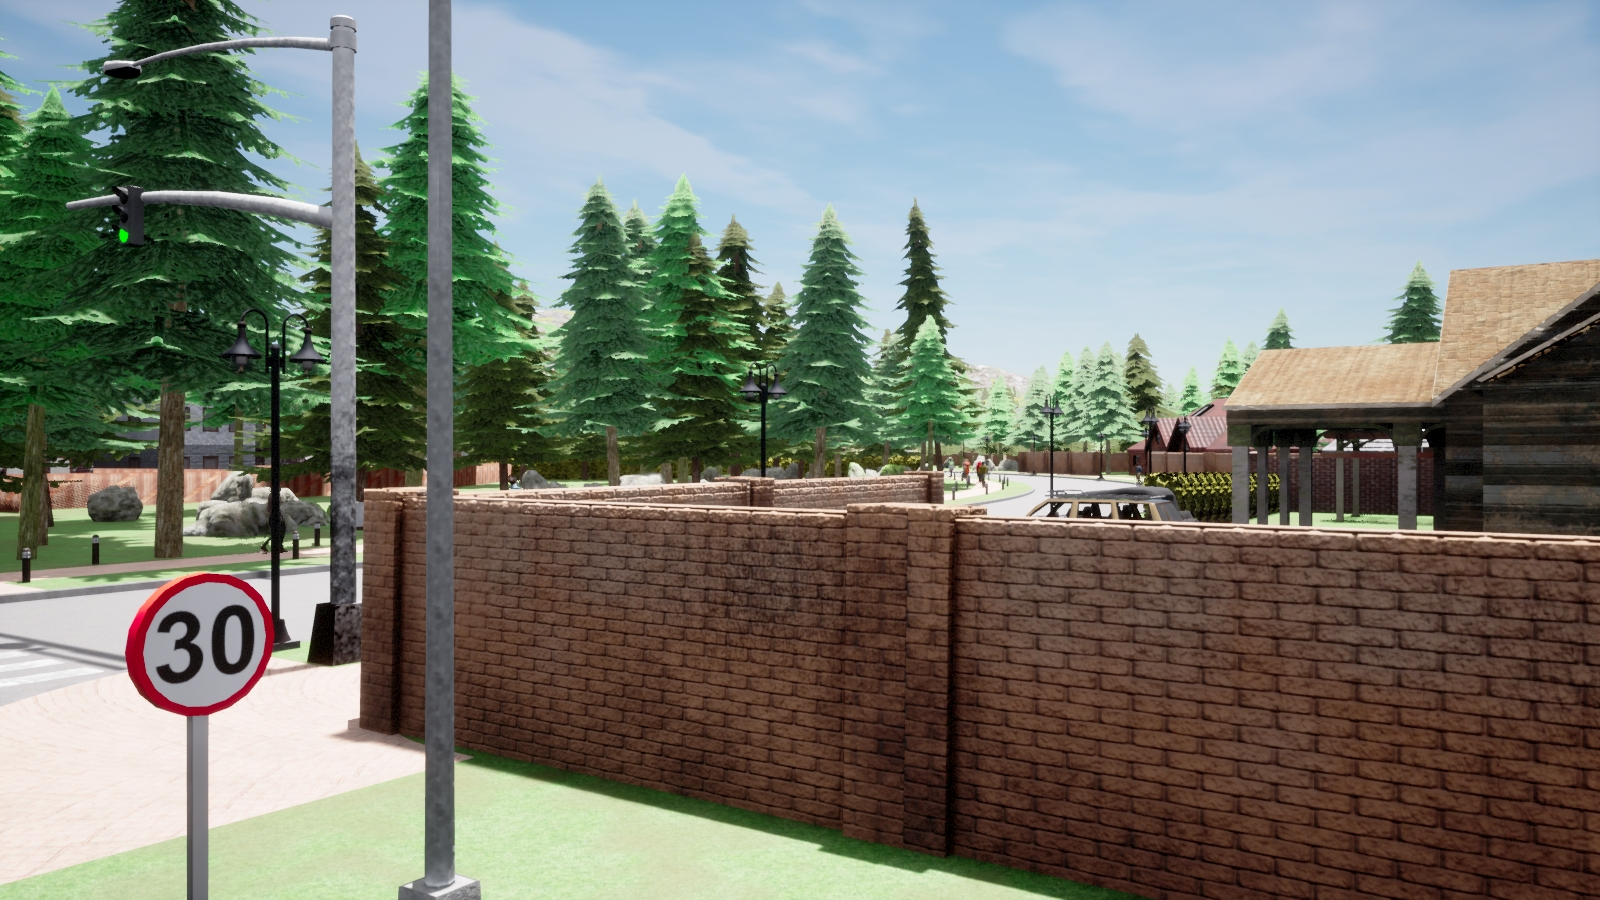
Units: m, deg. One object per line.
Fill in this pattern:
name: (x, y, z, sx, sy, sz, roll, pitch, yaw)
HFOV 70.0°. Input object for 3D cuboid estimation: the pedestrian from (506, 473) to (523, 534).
pedestrian: (-8.849, 1.646, 35.424, 0.375, 1.860, 0.375, 0, 0, 34)

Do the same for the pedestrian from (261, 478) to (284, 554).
pedestrian: (-13.162, 1.647, 28.526, 0.375, 1.860, 0.375, 0, 0, 27)
